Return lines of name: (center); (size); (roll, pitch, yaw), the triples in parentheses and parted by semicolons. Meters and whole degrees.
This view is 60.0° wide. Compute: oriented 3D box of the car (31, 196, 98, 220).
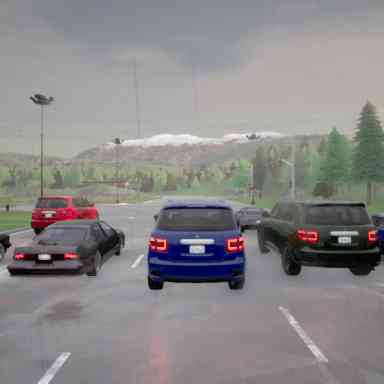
car: (-6.917, 1.221, 18.681); (2.150, 2.045, 5.566); (0, 0, 0)

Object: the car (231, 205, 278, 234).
car: (3.575, 1.564, 19.773); (1.994, 1.385, 4.181); (0, 0, 0)

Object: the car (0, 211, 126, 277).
car: (-3.406, 1.548, 10.171); (2.033, 1.411, 5.357); (0, 0, 0)

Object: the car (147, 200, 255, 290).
car: (0.085, 1.221, 9.228); (2.150, 2.045, 5.566); (0, 0, 0)

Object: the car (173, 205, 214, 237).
car: (0.076, 1.547, 19.414); (2.033, 1.411, 5.357); (0, 0, 0)

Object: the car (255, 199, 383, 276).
car: (3.590, 1.221, 10.511); (2.150, 2.045, 5.566); (0, 0, 0)
